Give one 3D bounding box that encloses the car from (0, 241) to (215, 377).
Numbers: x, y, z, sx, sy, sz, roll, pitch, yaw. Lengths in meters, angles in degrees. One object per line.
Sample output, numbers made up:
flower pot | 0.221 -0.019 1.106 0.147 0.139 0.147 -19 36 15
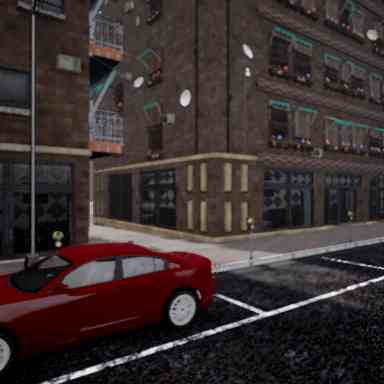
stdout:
car | -1.681 1.542 5.358 4.507 1.381 1.887 0 0 -35
